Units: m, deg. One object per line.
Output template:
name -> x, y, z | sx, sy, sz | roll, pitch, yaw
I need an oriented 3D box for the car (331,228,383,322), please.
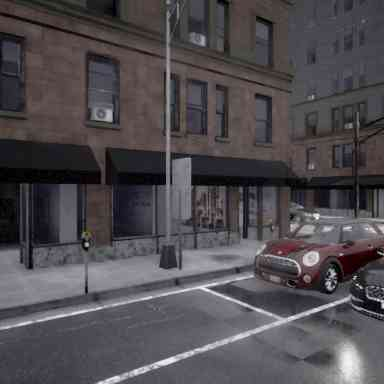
car -> 5.039, 1.505, 6.374 | 4.892, 1.490, 1.837 | 0, 0, -32

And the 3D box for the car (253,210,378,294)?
car -> 3.494, 1.440, 8.692 | 4.097, 1.590, 1.967 | 0, 0, -36

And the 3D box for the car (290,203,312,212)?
car -> 7.101, 1.537, 24.645 | 2.128, 1.511, 4.902 | 0, 0, -35
